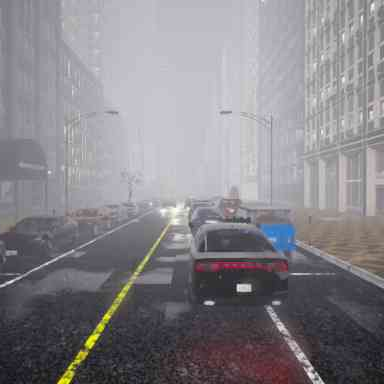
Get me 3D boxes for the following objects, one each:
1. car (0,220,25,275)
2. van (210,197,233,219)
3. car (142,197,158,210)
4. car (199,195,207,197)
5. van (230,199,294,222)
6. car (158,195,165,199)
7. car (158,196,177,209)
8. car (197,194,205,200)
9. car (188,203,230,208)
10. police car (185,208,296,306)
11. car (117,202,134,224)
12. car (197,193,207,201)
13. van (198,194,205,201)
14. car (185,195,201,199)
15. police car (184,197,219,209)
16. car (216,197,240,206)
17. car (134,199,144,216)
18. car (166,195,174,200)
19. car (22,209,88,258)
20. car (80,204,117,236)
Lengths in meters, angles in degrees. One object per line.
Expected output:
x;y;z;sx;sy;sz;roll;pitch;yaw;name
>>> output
-5.719;1.549;7.066;2.008;1.369;4.403;-1;0;0;car
2.590;1.334;29.826;1.690;1.788;3.998;-1;0;0;van
-5.823;1.541;41.168;2.008;1.369;4.403;-1;0;0;car
2.523;1.538;52.560;2.008;1.369;4.403;-1;0;0;car
2.642;1.338;12.775;1.690;1.788;3.998;-1;0;0;van
-5.858;1.538;52.535;2.008;1.369;4.403;-1;0;0;car
-3.138;1.590;46.110;1.895;1.301;4.718;0;0;0;car
2.400;1.414;92.346;1.967;1.590;4.097;-1;0;0;car
0.845;1.522;18.117;1.812;1.442;4.674;0;0;0;car
0.875;1.423;8.226;1.930;1.638;5.238;0;0;0;police car
-5.772;1.545;24.117;2.008;1.369;4.403;-1;0;0;car
2.433;1.293;80.979;2.192;1.841;5.009;-1;0;0;car
2.416;1.317;86.663;1.690;1.788;3.998;-1;0;0;van
-0.126;1.537;45.240;2.033;1.411;5.357;0;0;0;car
0.693;1.419;24.250;1.930;1.638;5.238;0;0;1;police car
2.607;1.309;24.143;2.192;1.841;5.009;-1;0;0;car
-5.788;1.575;29.801;1.802;1.307;4.206;-1;0;0;car
-5.980;1.540;92.321;1.947;1.339;4.313;-1;0;0;car
-5.736;1.563;12.750;1.947;1.339;4.313;-1;0;0;car
-5.754;1.540;18.433;1.887;1.381;4.507;-1;0;0;car
